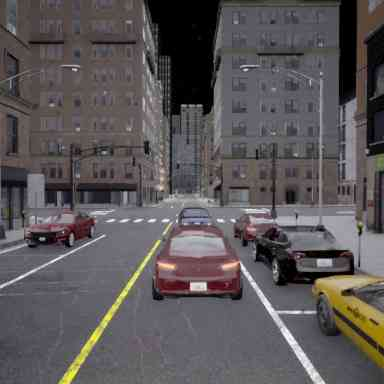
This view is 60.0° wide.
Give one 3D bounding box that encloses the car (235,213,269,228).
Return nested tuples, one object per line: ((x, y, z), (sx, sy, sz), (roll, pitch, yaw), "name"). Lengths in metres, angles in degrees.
((2.869, 1.577, 14.850), (1.802, 1.307, 4.206), (-1, 0, 0), "car")

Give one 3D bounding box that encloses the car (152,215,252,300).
((0.100, 1.523, 8.233), (1.812, 1.442, 4.674), (0, 0, 0), "car")

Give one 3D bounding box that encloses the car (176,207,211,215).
((0.136, 1.542, 18.253), (2.033, 1.411, 5.357), (0, 0, -3), "car")

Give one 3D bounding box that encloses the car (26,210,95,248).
((-5.676, 1.540, 14.849), (1.887, 1.381, 4.507), (-1, 0, 0), "car")

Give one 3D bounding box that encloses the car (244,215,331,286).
((2.868, 1.563, 9.264), (1.947, 1.339, 4.313), (-1, 0, 0), "car")

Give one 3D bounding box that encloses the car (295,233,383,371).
((2.866, 1.524, 3.848), (1.752, 1.417, 4.829), (-1, 0, 0), "car")
